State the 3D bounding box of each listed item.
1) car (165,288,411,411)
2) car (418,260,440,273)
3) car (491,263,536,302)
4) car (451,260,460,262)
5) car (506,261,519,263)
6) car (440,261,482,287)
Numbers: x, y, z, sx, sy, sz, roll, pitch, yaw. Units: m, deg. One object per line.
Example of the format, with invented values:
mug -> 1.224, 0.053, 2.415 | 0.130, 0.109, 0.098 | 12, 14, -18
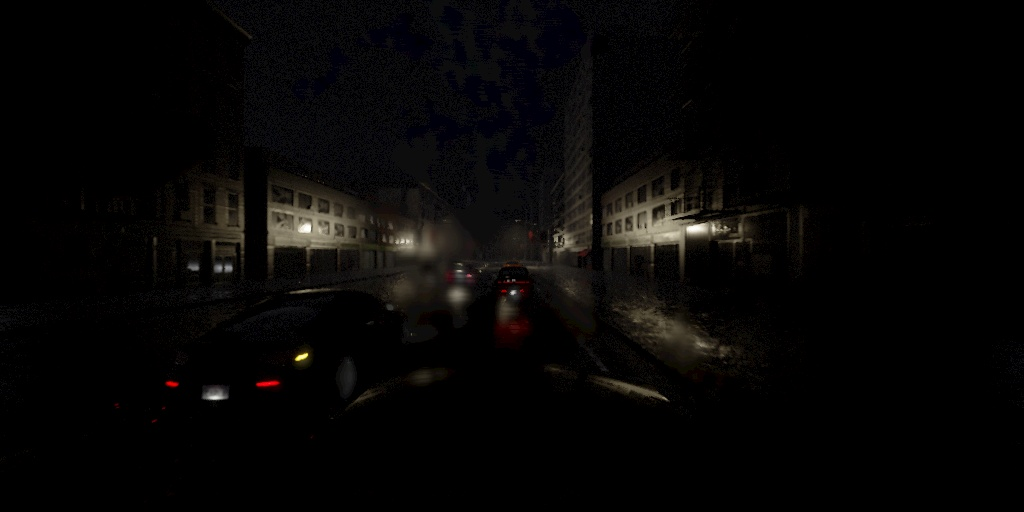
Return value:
car -> -3.151, 1.279, 6.111 | 1.812, 1.442, 4.674 | 0, 0, 0
car -> -9.800, 1.284, 42.942 | 1.837, 1.490, 4.892 | 0, 0, 0
car -> 0.082, 1.257, 17.148 | 1.837, 1.490, 4.892 | 0, 0, 0
car -> -6.554, 1.277, 42.634 | 1.837, 1.490, 4.892 | 0, 0, 0
car -> 0.059, 1.236, 37.379 | 1.882, 1.535, 5.008 | 0, 0, 0
car -> -3.174, 1.304, 24.362 | 2.033, 1.411, 5.357 | 0, 0, 0
